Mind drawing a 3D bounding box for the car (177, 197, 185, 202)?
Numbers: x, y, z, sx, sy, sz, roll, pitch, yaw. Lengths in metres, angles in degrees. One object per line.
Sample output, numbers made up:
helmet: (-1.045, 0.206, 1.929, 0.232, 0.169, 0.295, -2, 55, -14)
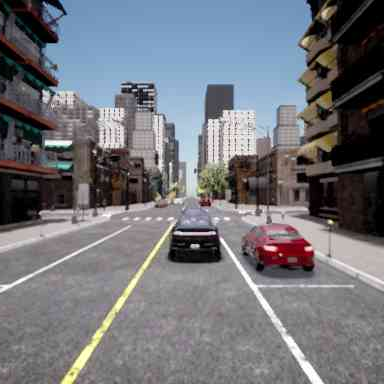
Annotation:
car: (-2.988, 2.108, 91.065, 1.994, 1.385, 4.181, 0, -1, 0)

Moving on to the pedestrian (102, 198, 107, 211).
pedestrian: (-12.505, 1.753, 47.491, 0.375, 1.860, 0.375, 0, 0, 0)

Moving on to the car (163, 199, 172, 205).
car: (-5.679, 2.304, 76.631, 1.752, 1.417, 4.829, 0, -1, 0)

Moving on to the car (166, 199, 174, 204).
car: (-5.678, 2.486, 87.851, 1.802, 1.307, 4.206, 0, -1, 0)

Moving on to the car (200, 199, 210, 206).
car: (2.700, 2.286, 71.275, 1.947, 1.339, 4.313, 0, -1, 0)

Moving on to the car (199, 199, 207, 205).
car: (2.701, 2.407, 82.325, 1.947, 1.339, 4.313, 0, -1, 0)

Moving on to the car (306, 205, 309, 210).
car: (17.494, 1.790, 44.550, 4.313, 1.339, 1.947, -1, 0, 0)

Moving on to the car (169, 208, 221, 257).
car: (0.103, 1.620, 13.482, 2.128, 1.511, 4.902, 0, -1, 0)

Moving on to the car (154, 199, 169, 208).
car: (-5.769, 2.145, 60.229, 1.887, 1.381, 4.507, 0, -1, 0)

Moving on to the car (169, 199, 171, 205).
car: (-5.681, 2.226, 65.750, 1.947, 1.339, 4.313, 0, -1, 0)

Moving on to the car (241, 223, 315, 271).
car: (2.694, 1.686, 11.000, 1.802, 1.307, 4.206, 0, -1, 0)

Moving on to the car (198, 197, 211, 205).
car: (2.700, 1.975, 65.752, 2.192, 1.841, 5.009, 0, -1, 0)

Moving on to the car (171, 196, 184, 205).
car: (-2.990, 1.992, 75.586, 2.150, 2.045, 5.566, 0, -1, 0)

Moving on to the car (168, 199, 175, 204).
car: (-5.678, 2.549, 93.375, 1.802, 1.307, 4.206, 0, -1, 0)

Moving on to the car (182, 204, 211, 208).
car: (0.105, 1.797, 24.175, 1.994, 1.385, 4.181, 0, -1, 0)
